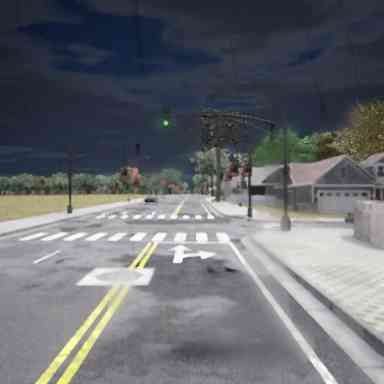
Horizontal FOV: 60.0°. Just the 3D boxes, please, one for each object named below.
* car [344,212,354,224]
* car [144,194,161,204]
[{"bbox_3d":[12.476,1.594,20.791,5.357,1.411,2.033,1,-1,-2],"label":"car"},{"bbox_3d":[-6.569,1.246,53.460,1.895,1.301,4.718,0,0,0],"label":"car"}]
